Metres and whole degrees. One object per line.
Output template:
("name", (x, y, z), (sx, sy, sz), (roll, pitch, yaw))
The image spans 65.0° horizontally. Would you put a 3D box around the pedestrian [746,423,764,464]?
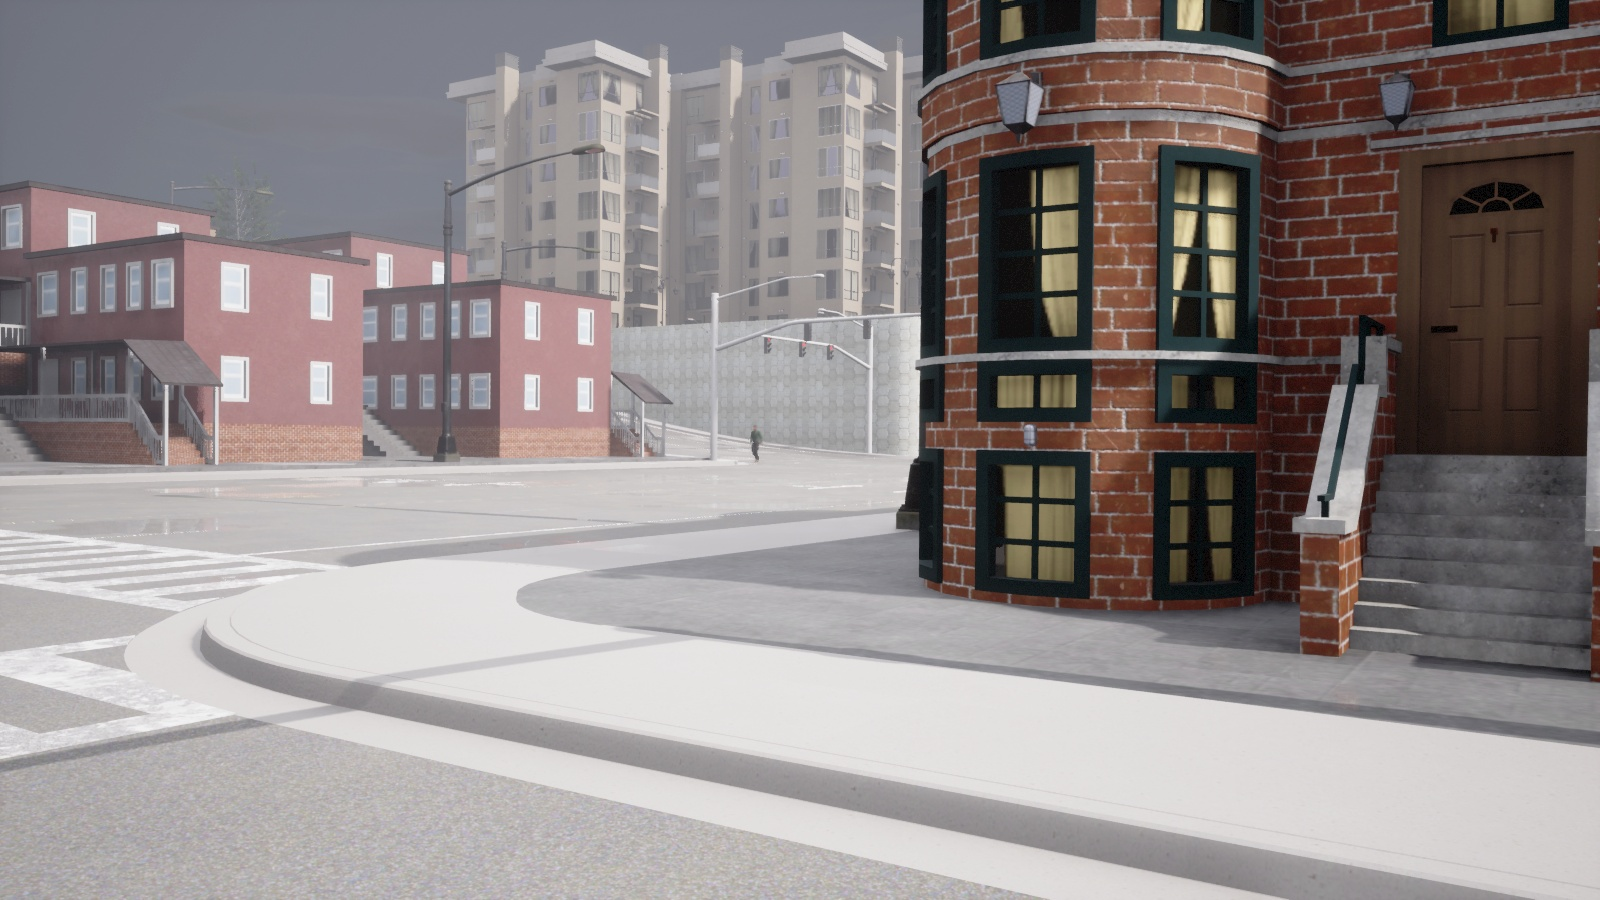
("pedestrian", (-2.120, -0.307, 59.346), (0.423, 1.949, 0.788), (0, 1, 34))
